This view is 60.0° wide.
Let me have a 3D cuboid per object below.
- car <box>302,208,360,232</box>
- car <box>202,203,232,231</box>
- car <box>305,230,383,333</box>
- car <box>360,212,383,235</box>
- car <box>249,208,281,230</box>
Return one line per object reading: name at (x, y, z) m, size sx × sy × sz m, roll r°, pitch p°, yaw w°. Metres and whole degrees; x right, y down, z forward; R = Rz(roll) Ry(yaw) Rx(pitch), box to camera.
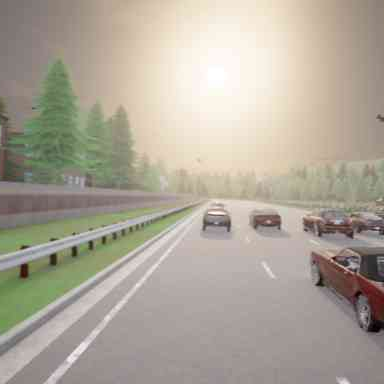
car at (8.631, 1.861, 21.514) m, size 2.097 × 1.767 × 4.553 m, roll 2°, pitch -1°, yaw 4°
car at (1.725, 1.765, 23.073) m, size 2.128 × 1.511 × 4.902 m, roll 2°, pitch -1°, yaw 5°
car at (3.980, 1.810, 7.042) m, size 1.895 × 1.301 × 4.718 m, roll 2°, pitch -1°, yaw 4°
car at (12.338, 2.192, 24.114) m, size 1.812 × 1.442 × 4.674 m, roll 2°, pitch -1°, yaw 5°
car at (5.384, 1.900, 24.909) m, size 1.882 × 1.535 × 5.008 m, roll 2°, pitch -1°, yaw 5°
